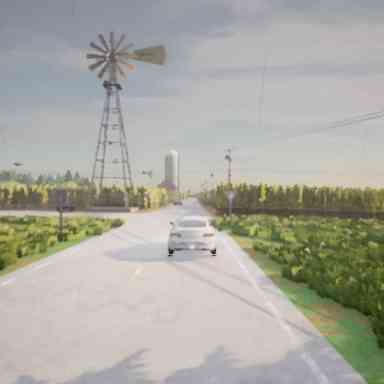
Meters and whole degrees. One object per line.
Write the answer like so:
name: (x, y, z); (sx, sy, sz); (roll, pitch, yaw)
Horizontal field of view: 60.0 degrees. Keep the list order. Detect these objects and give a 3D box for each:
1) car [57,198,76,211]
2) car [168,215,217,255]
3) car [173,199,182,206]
car: (-17.225, 1.731, 45.438); (1.905, 1.878, 3.866); (0, -1, -31)
car: (0.021, 1.683, 13.875); (1.812, 1.442, 4.674); (0, 0, 0)
car: (-3.205, 2.305, 73.267); (1.882, 1.535, 5.008); (0, -1, 0)
